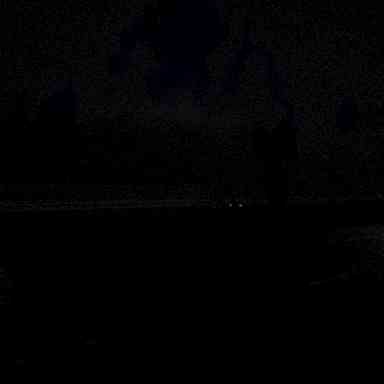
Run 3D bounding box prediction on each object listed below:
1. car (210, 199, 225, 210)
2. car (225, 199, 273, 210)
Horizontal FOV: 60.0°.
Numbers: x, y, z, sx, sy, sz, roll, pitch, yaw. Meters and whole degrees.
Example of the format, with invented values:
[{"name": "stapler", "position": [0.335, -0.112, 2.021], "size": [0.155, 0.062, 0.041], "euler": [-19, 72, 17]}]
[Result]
[{"name": "car", "position": [4.014, 1.465, 36.845], "size": [4.181, 1.385, 1.994], "euler": [0, 0, -36]}, {"name": "car", "position": [6.025, 1.395, 33.981], "size": [4.718, 1.301, 1.895], "euler": [0, 0, -36]}]
